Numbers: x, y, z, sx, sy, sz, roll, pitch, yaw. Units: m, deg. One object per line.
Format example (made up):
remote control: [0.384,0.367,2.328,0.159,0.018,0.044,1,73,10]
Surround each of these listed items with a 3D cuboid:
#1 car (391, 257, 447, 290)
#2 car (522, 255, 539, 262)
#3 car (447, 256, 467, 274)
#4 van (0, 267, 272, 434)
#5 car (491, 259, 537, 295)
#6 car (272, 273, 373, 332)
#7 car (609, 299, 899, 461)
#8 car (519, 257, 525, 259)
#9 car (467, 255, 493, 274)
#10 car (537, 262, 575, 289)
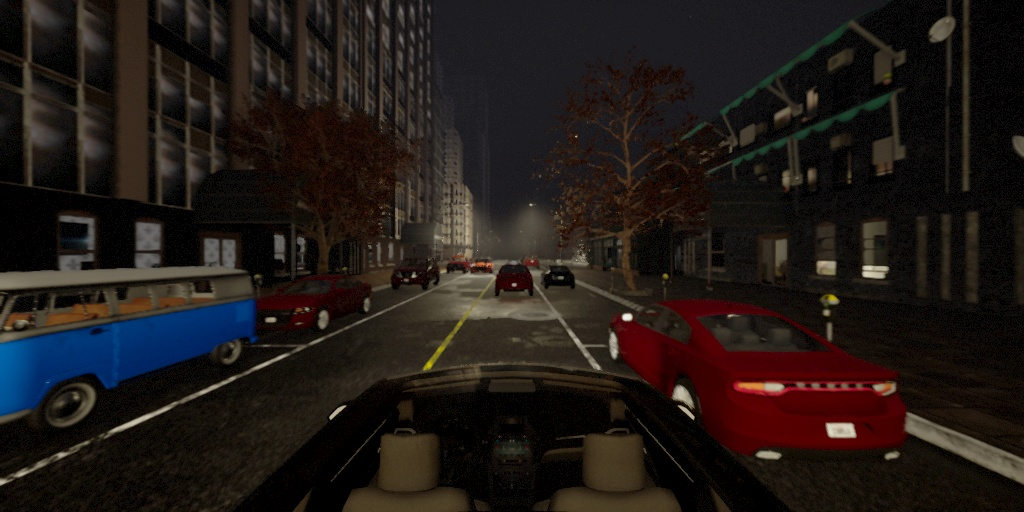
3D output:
car: [-5.684,0.969,21.782,2.192,1.841,5.009,0,0,0]
car: [2.703,0.846,49.463,2.192,1.841,5.009,0,0,0]
car: [-5.680,0.895,38.393,2.192,1.841,5.009,0,0,0]
van: [-5.689,1.074,5.171,1.690,1.789,3.998,0,0,0]
car: [0.105,1.145,18.931,1.882,1.535,5.008,0,1,0]
car: [-5.688,1.251,10.708,1.888,1.381,4.507,0,0,0]
car: [2.693,1.278,5.168,1.888,1.381,4.507,0,0,0]
car: [0.110,1.136,40.246,1.994,1.385,4.181,0,0,0]
car: [-3.023,0.938,36.887,2.097,1.767,4.553,0,0,1]
car: [2.696,1.220,21.779,1.948,1.339,4.313,0,0,0]
